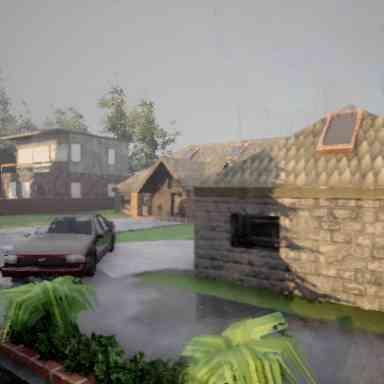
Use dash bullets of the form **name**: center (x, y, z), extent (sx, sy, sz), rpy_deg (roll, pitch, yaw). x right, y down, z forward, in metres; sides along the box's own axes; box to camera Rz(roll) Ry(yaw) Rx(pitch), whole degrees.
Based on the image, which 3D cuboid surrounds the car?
- **car**: center (-3.441, 1.362, 9.779), extent (2.033, 1.415, 5.357), rpy_deg (0, 0, -4)
